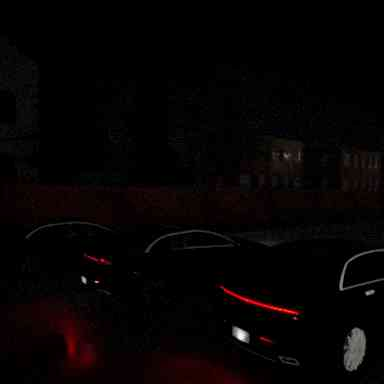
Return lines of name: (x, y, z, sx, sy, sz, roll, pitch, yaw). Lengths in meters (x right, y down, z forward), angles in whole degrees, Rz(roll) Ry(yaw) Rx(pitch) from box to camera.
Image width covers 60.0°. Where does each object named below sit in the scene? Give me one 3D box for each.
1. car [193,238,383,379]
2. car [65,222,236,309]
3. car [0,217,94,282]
car: (2.585, 1.542, 5.583, 4.892, 1.490, 1.837, 0, 0, -35)
car: (-0.149, 1.522, 7.936, 4.902, 1.511, 2.128, 0, 0, -35)
car: (-3.455, 1.511, 9.878, 4.902, 1.511, 2.128, 0, 0, -35)
